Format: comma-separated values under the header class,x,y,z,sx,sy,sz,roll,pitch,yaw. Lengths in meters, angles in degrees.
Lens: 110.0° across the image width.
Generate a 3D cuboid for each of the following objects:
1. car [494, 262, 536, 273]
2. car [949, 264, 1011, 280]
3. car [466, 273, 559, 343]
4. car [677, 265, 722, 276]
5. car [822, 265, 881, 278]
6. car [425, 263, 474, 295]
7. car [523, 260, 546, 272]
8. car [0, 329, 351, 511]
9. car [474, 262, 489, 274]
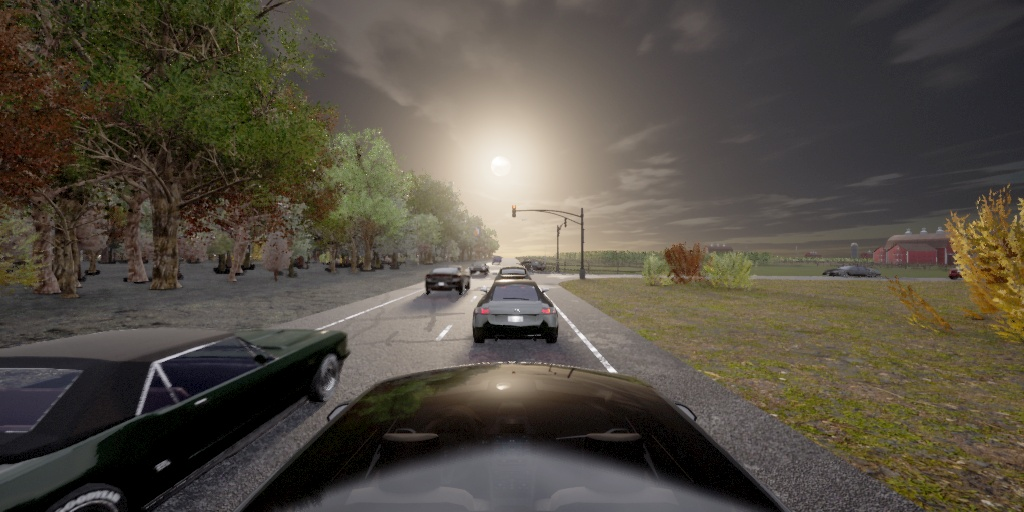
class,x,y,z,sx,sy,sz,roll,pitch,yaw
car,0.059,1.259,18.565,1.837,1.490,4.892,0,0,0
car,48.806,1.633,37.413,4.553,1.767,2.097,1,-1,0
car,0.076,1.316,9.665,1.994,1.385,4.181,0,0,0
car,21.378,1.642,41.053,4.718,1.301,1.895,1,-1,0
car,38.816,1.779,41.021,5.357,1.411,2.033,1,-1,0
car,-3.449,1.232,19.950,1.882,1.535,5.008,0,0,0
car,2.317,1.285,46.698,1.837,1.490,4.892,-2,3,-39
car,-3.402,1.351,3.394,1.895,1.301,4.718,0,0,0
car,-3.503,1.357,39.107,1.895,1.301,4.718,0,0,0
